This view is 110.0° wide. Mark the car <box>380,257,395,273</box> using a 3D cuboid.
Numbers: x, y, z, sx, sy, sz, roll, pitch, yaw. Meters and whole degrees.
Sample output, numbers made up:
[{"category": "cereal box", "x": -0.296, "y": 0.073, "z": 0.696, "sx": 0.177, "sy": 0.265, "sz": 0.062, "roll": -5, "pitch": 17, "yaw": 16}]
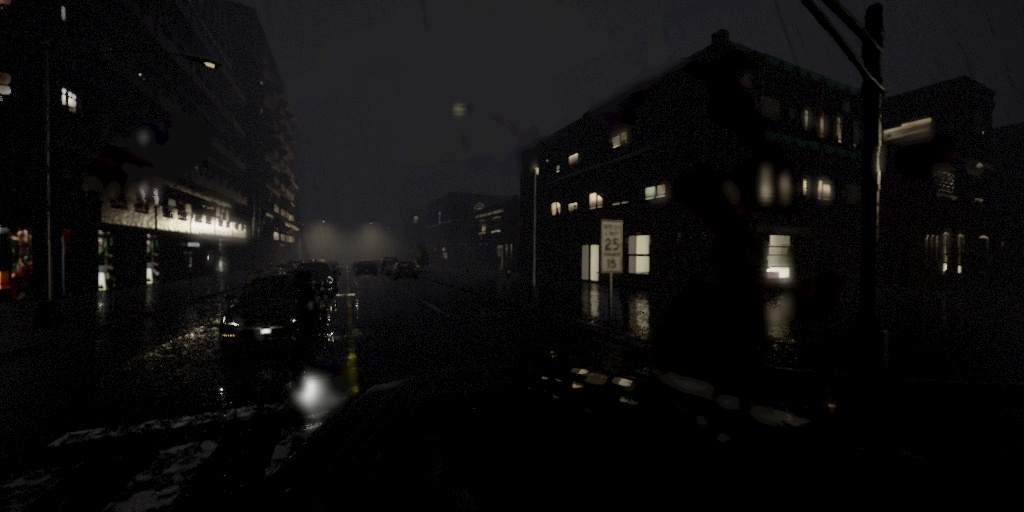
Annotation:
[{"category": "car", "x": -13.886, "y": 1.049, "z": 40.374, "sx": 2.192, "sy": 1.841, "sz": 5.009, "roll": 0, "pitch": 0, "yaw": -25}]

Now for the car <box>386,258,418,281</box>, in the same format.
[{"category": "car", "x": -9.113, "y": 1.192, "z": 30.073, "sx": 1.967, "sy": 1.591, "sz": 4.097, "roll": 0, "pitch": 0, "yaw": -25}]

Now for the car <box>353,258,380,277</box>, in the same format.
[{"category": "car", "x": -14.679, "y": 1.209, "z": 35.915, "sx": 1.882, "sy": 1.535, "sz": 5.008, "roll": 0, "pitch": 0, "yaw": -25}]

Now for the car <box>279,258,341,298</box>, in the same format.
[{"category": "car", "x": -9.967, "y": 1.104, "z": 18.056, "sx": 2.097, "sy": 1.767, "sz": 4.553, "roll": 0, "pitch": 0, "yaw": -24}]

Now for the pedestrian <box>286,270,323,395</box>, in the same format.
[{"category": "pedestrian", "x": -3.070, "y": 1.075, "z": 5.320, "sx": 0.375, "sy": 1.860, "sz": 0.375, "roll": -1, "pitch": 1, "yaw": -25}]

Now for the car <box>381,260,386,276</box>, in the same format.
[{"category": "car", "x": -11.509, "y": 1.325, "z": 35.218, "sx": 1.802, "sy": 1.307, "sz": 4.207, "roll": 0, "pitch": 0, "yaw": -25}]

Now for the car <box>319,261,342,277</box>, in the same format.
[{"category": "car", "x": -18.440, "y": 1.244, "z": 36.553, "sx": 1.812, "sy": 1.442, "sz": 4.674, "roll": 0, "pitch": 0, "yaw": -24}]

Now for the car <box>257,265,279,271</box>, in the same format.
[{"category": "car", "x": -14.372, "y": 1.260, "z": 21.237, "sx": 1.751, "sy": 1.417, "sz": 4.829, "roll": 0, "pitch": 0, "yaw": -25}]

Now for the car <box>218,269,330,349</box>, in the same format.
[{"category": "car", "x": -6.012, "y": 1.273, "z": 9.475, "sx": 1.837, "sy": 1.490, "sz": 4.892, "roll": 0, "pitch": 0, "yaw": -25}]

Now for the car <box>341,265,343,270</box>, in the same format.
[{"category": "car", "x": -14.185, "y": 1.226, "z": 27.222, "sx": 2.128, "sy": 1.511, "sz": 4.902, "roll": 0, "pitch": 0, "yaw": -25}]
